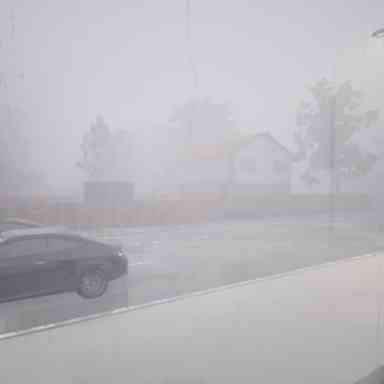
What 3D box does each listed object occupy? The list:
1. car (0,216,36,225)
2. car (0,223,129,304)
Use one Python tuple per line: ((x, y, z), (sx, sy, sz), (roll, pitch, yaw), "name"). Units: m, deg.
((-6.079, 1.476, 9.483), (5.008, 1.535, 1.882), (0, 0, -35), "car")
((-3.617, 1.524, 6.922), (4.674, 1.442, 1.812), (0, 0, -36), "car")
